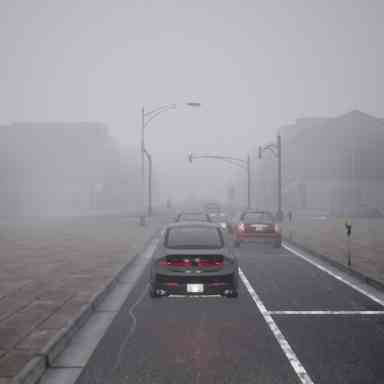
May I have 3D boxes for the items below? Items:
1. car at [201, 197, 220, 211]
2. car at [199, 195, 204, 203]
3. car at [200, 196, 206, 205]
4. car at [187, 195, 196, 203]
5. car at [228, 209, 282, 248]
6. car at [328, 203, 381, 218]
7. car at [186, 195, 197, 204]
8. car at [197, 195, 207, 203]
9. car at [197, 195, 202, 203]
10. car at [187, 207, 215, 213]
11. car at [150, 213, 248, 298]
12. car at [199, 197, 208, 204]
[{"bbox_3d":[2.560,1.672,41.662,1.947,1.339,4.313,1,0,0],"label":"car"},{"bbox_3d":[2.535,1.703,52.706,1.752,1.417,4.829,1,0,0],"label":"car"},{"bbox_3d":[2.547,1.705,47.099,1.947,1.339,4.313,1,0,0],"label":"car"},{"bbox_3d":[-0.188,1.676,82.617,2.150,2.045,5.566,0,-1,0],"label":"car"},{"bbox_3d":[2.626,1.457,14.915,1.967,1.590,4.097,2,0,0],"label":"car"},{"bbox_3d":[14.496,1.631,29.770,4.181,1.385,1.994,0,-2,0],"label":"car"},{"bbox_3d":[-0.112,1.554,70.544,2.150,2.045,5.566,0,-1,0],"label":"car"},{"bbox_3d":[2.477,1.735,79.726,2.192,1.841,5.009,1,-1,0],"label":"car"},{"bbox_3d":[2.509,1.830,63.411,1.947,1.339,4.313,1,-1,0],"label":"car"},{"bbox_3d":[0.056,1.619,15.995,1.895,1.301,4.718,0,0,0],"label":"car"},{"bbox_3d":[0.020,1.512,8.510,1.837,1.490,4.892,0,0,-1],"label":"car"},{"bbox_3d":[2.485,1.892,74.456,1.752,1.417,4.829,1,-1,0],"label":"car"}]
